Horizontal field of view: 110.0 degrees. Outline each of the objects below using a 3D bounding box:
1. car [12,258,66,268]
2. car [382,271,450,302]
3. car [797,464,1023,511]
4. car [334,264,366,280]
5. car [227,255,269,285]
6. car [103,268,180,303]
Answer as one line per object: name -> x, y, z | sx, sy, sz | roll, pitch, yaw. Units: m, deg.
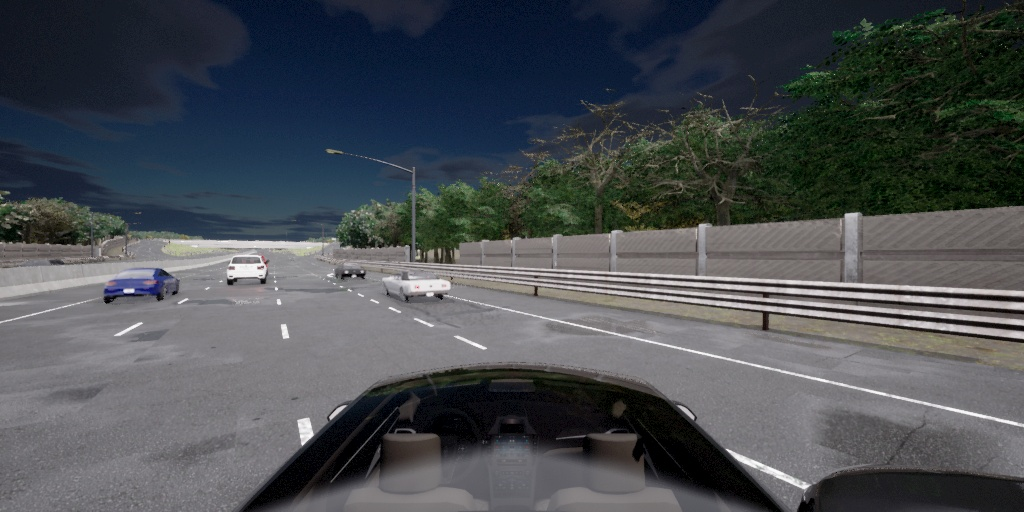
car -> -38.203, 1.072, 28.972 | 2.097, 1.767, 4.553 | 0, 0, -34
car -> -4.747, 1.347, 17.168 | 1.895, 1.301, 4.718 | 0, 0, -34
car -> 2.985, 1.315, 0.468 | 4.181, 1.385, 1.994 | 0, 0, 34
car -> -14.107, 1.336, 31.072 | 1.895, 1.301, 4.718 | 0, 0, -34
car -> -19.274, 0.957, 26.216 | 2.150, 2.045, 5.566 | 0, 0, -34
car -> -17.103, 1.268, 16.711 | 1.812, 1.442, 4.674 | 0, 0, -34
